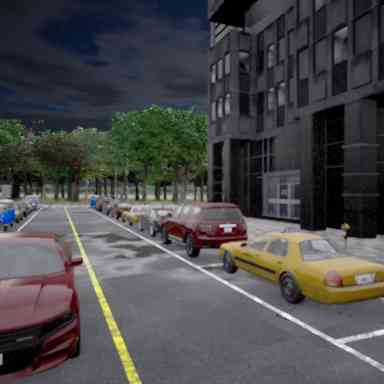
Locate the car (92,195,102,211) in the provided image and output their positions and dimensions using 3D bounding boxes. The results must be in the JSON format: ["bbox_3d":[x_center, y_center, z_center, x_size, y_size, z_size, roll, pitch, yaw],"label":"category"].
[{"bbox_3d":[-9.836,1.318,38.241,2.192,1.841,5.009,0,0,-22],"label":"car"}]

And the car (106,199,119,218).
[{"bbox_3d":[-5.789,1.545,28.147,1.887,1.381,4.507,0,0,-22],"label":"car"}]

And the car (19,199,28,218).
[{"bbox_3d":[-13.639,1.527,24.817,1.752,1.417,4.829,0,0,-22],"label":"car"}]

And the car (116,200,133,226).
[{"bbox_3d":[-3.829,1.524,23.257,1.752,1.417,4.829,0,0,-22],"label":"car"}]

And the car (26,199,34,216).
[{"bbox_3d":[-15.725,1.569,30.022,1.947,1.339,4.313,0,0,-22],"label":"car"}]

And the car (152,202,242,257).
[{"bbox_3d":[0.281,1.313,13.005,2.192,1.841,5.009,0,0,-22],"label":"car"}]

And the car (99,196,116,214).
[{"bbox_3d":[-7.812,1.441,33.194,1.967,1.590,4.097,0,0,-22],"label":"car"}]

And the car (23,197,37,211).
[{"bbox_3d":[-17.685,1.530,34.911,1.752,1.417,4.829,0,0,-22],"label":"car"}]

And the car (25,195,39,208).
[{"bbox_3d":[-19.772,1.447,40.116,1.967,1.590,4.097,0,0,-22],"label":"car"}]

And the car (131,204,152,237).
[{"bbox_3d":[-1.742,1.549,18.052,2.008,1.369,4.403,0,0,-22],"label":"car"}]

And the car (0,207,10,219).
[{"bbox_3d":[-9.655,1.566,14.880,1.947,1.339,4.313,0,0,-22],"label":"car"}]

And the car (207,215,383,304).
[{"bbox_3d":[2.241,1.523,8.116,1.752,1.417,4.829,0,0,-22],"label":"car"}]

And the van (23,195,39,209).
[{"bbox_3d":[-21.795,1.350,45.163,1.690,1.788,3.998,0,0,-22],"label":"van"}]

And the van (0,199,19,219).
[{"bbox_3d":[-11.679,1.342,19.927,1.690,1.788,3.998,0,0,-22],"label":"van"}]

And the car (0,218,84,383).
[{"bbox_3d":[-3.019,1.477,5.754,1.882,1.535,5.008,0,0,-22],"label":"car"}]

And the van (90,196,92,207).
[{"bbox_3d":[-11.859,1.346,43.288,1.690,1.788,3.998,0,0,-22],"label":"van"}]
